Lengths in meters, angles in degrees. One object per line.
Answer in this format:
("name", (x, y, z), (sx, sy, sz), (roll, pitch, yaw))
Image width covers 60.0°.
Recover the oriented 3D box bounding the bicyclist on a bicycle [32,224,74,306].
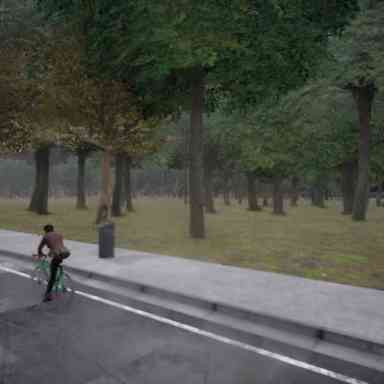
("bicyclist on a bicycle", (-2.974, 1.516, 7.051), (1.656, 1.620, 0.582), (0, -1, 38))
